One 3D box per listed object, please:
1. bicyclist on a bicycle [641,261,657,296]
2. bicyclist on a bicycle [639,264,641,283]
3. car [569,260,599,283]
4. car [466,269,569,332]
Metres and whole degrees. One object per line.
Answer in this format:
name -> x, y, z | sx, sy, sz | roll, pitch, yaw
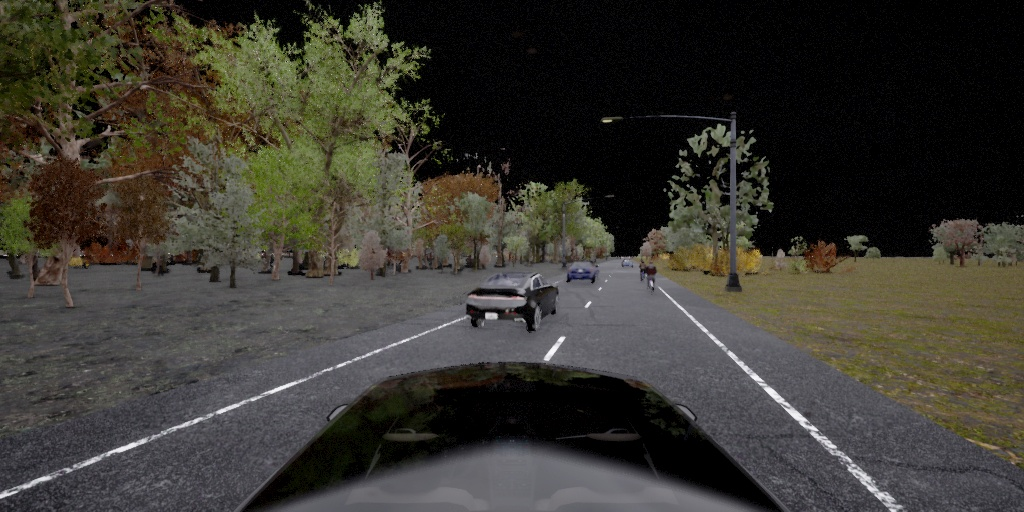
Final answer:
bicyclist on a bicycle -> 7.206, 1.124, 18.633 | 0.659, 1.776, 1.843 | 0, 0, 17
bicyclist on a bicycle -> 9.853, 1.208, 27.019 | 0.582, 1.620, 1.656 | 0, 0, 17
car -> 5.664, 1.106, 28.252 | 2.097, 1.767, 4.553 | 0, 0, 18
car -> 0.231, 1.243, 11.042 | 2.128, 1.511, 4.902 | 0, 0, 18
